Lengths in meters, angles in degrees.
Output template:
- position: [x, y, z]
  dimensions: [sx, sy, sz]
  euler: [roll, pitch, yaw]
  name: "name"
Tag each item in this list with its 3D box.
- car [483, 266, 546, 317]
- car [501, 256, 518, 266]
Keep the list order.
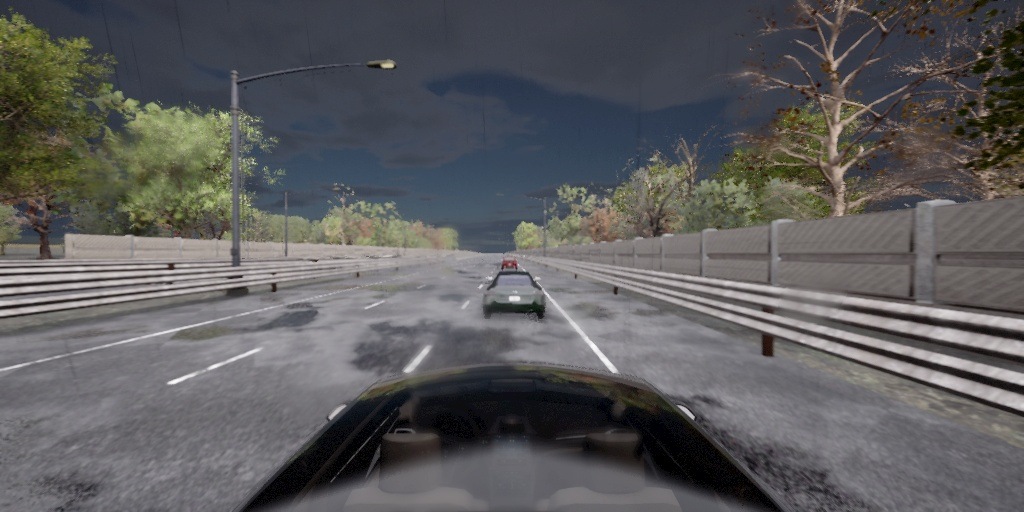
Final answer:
- position: [0.065, 1.209, 12.574]
  dimensions: [1.994, 1.385, 4.181]
  euler: [0, 1, 0]
  name: "car"
- position: [-0.314, 0.810, 44.365]
  dimensions: [1.882, 1.535, 5.008]
  euler: [0, 1, -1]
  name: "car"
